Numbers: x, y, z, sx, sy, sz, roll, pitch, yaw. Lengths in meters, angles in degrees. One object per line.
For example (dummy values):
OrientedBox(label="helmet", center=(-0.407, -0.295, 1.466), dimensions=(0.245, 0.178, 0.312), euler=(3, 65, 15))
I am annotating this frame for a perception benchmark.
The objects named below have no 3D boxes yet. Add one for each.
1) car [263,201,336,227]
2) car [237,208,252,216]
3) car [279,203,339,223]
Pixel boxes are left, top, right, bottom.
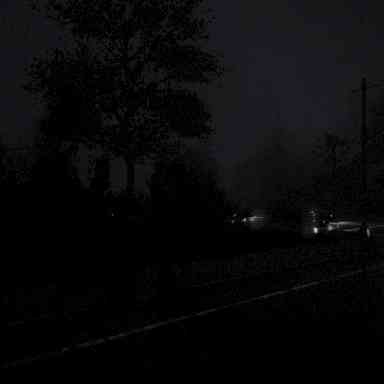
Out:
OrientedBox(label="car", center=(7.309, 1.426, 23.648), dimensions=(2.097, 1.767, 4.553), euler=(0, -1, -38))
OrientedBox(label="car", center=(3.929, 1.769, 33.222), dimensions=(1.994, 1.385, 4.181), euler=(0, -1, -41))
OrientedBox(label="car", center=(9.323, 1.651, 26.772), dimensions=(1.994, 1.385, 4.181), euler=(0, -1, -39))
